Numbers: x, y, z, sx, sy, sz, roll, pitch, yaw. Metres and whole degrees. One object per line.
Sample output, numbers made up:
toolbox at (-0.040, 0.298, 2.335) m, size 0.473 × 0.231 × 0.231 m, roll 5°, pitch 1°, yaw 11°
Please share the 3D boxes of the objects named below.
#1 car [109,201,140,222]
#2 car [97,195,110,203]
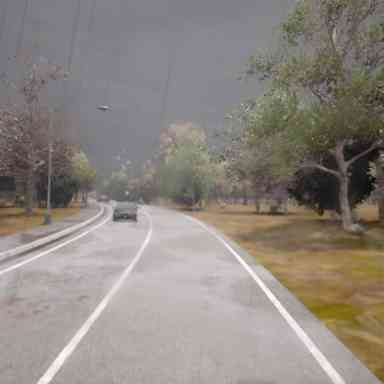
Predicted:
car at (-5.226, 1.508, 26.503) m, size 1.837 × 1.490 × 4.892 m, roll 1°, pitch 0°, yaw -9°
car at (-17.652, 1.361, 66.512) m, size 1.812 × 1.442 × 4.674 m, roll 2°, pitch 0°, yaw -25°
